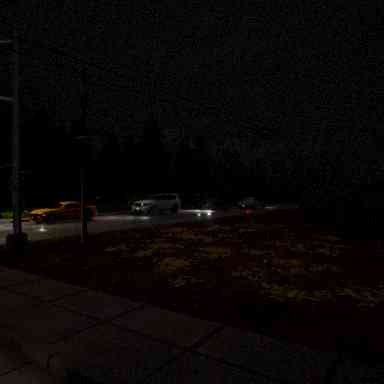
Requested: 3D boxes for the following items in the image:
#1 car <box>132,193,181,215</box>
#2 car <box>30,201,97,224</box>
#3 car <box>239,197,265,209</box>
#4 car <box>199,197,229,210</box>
[{"bbox_3d":[-3.426,1.174,33.246,2.150,2.045,5.566,0,0,36],"label":"car"},{"bbox_3d":[-9.542,1.484,25.007,1.882,1.535,5.008,0,0,37],"label":"car"},{"bbox_3d":[7.557,1.399,41.836,1.812,1.442,4.674,0,0,37],"label":"car"},{"bbox_3d":[2.799,1.403,41.602,1.837,1.490,4.892,0,0,37],"label":"car"}]
